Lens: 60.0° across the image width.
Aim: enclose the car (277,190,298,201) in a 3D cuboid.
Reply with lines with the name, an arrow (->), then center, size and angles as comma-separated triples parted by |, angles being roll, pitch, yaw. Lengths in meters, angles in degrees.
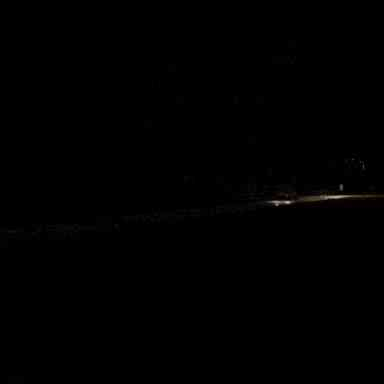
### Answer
car -> 14.232, 0.474, 49.549 | 1.882, 1.535, 5.008 | -1, 0, 35
